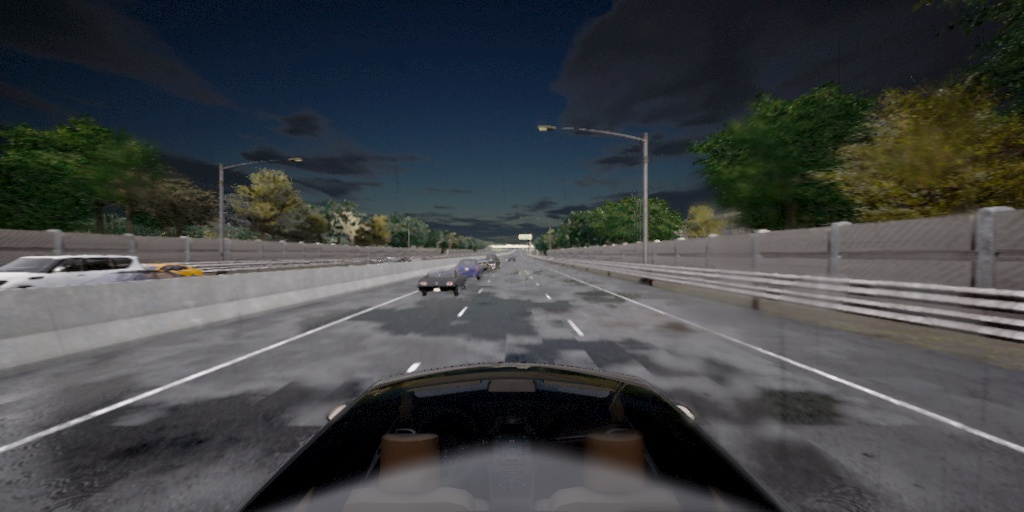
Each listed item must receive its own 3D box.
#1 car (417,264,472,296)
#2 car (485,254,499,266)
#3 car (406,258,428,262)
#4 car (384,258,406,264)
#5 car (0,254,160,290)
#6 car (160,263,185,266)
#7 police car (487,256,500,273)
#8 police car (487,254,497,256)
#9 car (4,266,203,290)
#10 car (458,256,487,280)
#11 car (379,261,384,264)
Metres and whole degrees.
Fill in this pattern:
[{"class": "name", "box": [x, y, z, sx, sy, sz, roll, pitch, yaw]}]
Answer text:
[{"class": "car", "box": [-3.504, 1.309, 18.998, 1.895, 1.301, 4.718, 0, 0, 0]}, {"class": "car", "box": [-3.512, 0.700, 62.998, 2.150, 2.045, 5.566, 0, 0, 0]}, {"class": "car", "box": [-14.043, 1.012, 54.375, 1.882, 1.535, 5.008, 0, 0, 1]}, {"class": "car", "box": [-17.536, 1.036, 55.039, 1.837, 1.490, 4.892, 0, 1, 1]}, {"class": "car", "box": [-17.595, 0.949, 13.902, 2.150, 2.045, 5.566, 0, 0, 0]}, {"class": "car", "box": [-21.085, 1.179, 21.283, 1.882, 1.535, 5.008, 0, 0, 0]}, {"class": "police car", "box": [-2.972, 1.105, 41.894, 2.038, 1.542, 4.974, 1, 0, 16]}, {"class": "police car", "box": [-3.510, 0.969, 52.079, 1.930, 1.638, 5.238, 0, 0, 0]}, {"class": "car", "box": [-14.097, 1.273, 13.396, 2.033, 1.411, 5.357, 0, 0, 0]}, {"class": "car", "box": [-3.506, 1.016, 29.937, 2.097, 1.767, 4.553, 0, 0, 0]}, {"class": "car", "box": [-21.019, 1.099, 61.192, 1.895, 1.301, 4.718, 0, 0, 0]}]
